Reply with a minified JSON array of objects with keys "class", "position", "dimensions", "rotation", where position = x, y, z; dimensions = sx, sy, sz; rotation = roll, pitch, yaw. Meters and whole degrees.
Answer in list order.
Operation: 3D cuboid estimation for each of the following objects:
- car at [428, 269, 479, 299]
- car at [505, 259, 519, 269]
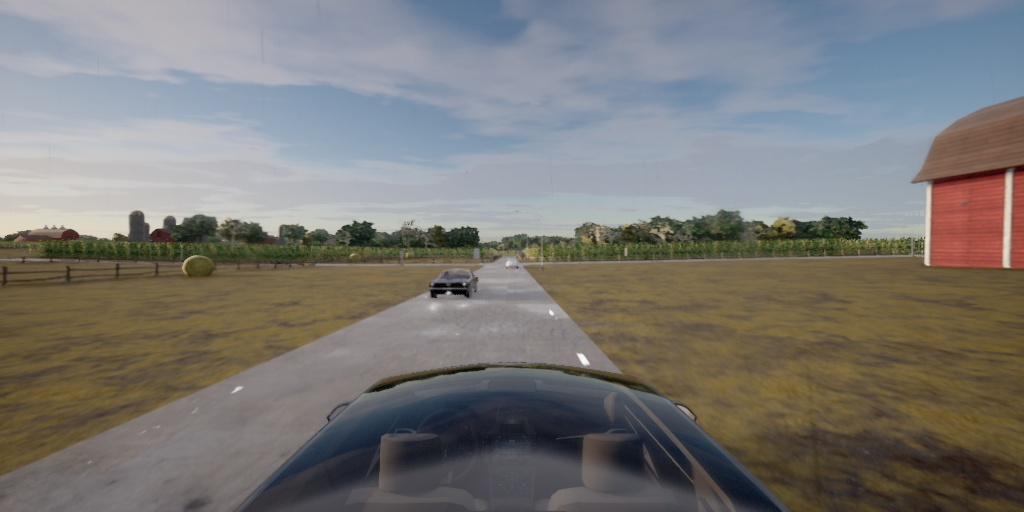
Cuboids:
[{"class":"car","position":[-2.794,1.333,18.008],"dimensions":[1.895,1.301,4.718],"rotation":[0,0,1]},{"class":"car","position":[-0.002,1.133,53.311],"dimensions":[1.812,1.442,4.674],"rotation":[0,0,0]}]
